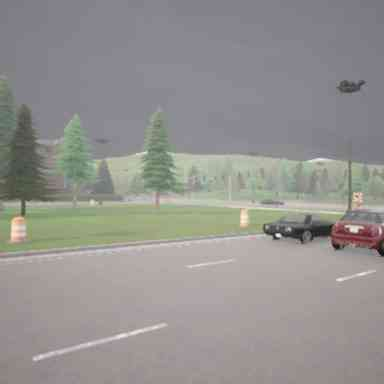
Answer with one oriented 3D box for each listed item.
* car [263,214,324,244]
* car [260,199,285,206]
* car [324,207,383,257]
[{"bbox_3d":[5.803,1.734,16.600,4.718,1.301,1.895,1,0,-35],"label":"car"},{"bbox_3d":[16.220,2.025,67.114,2.033,1.411,5.357,1,0,-35],"label":"car"},{"bbox_3d":[7.817,1.484,13.736,4.553,1.767,2.097,1,-1,-35],"label":"car"}]
